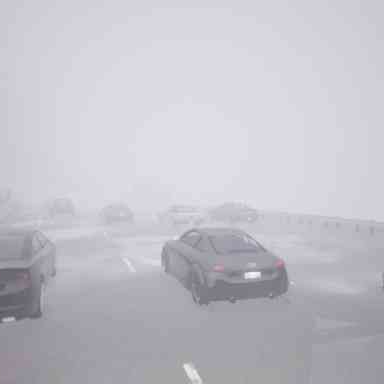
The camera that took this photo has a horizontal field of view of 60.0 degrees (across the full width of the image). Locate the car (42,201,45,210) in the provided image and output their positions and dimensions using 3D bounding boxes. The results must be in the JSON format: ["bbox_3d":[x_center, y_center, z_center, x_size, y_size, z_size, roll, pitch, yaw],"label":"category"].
[{"bbox_3d":[-16.896,1.526,40.063,2.033,1.411,5.357,0,0,-29],"label":"car"}]

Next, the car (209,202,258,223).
[{"bbox_3d":[2.668,1.468,23.081,2.128,1.511,4.902,0,0,-22],"label":"car"}]

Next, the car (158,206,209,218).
[{"bbox_3d":[-0.878,1.581,22.586,1.895,1.301,4.718,0,0,-22],"label":"car"}]

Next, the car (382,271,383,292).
[{"bbox_3d":[5.244,1.495,4.924,1.837,1.490,4.892,0,0,-16],"label":"car"}]

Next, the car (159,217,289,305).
[{"bbox_3d":[0.553,1.556,8.258,1.994,1.385,4.181,0,0,-17],"label":"car"}]

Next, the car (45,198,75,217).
[{"bbox_3d":[-12.218,1.335,31.006,2.097,1.767,4.553,0,0,-26],"label":"car"}]

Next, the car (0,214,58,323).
[{"bbox_3d":[-4.025,1.475,7.072,1.882,1.535,5.008,0,0,-18],"label":"car"}]

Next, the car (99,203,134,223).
[{"bbox_3d":[-5.781,1.546,25.207,1.994,1.385,4.181,0,0,-23],"label":"car"}]
